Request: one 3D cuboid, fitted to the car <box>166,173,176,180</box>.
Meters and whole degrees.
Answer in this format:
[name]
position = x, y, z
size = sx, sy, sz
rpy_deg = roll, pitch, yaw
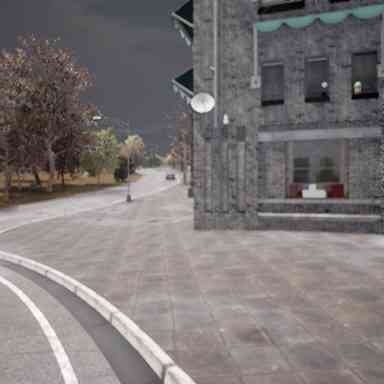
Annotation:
[car]
position = -4.322, -3.165, 67.158
size = 2.128, 1.511, 4.902
rpy_deg = 0, 5, -2
